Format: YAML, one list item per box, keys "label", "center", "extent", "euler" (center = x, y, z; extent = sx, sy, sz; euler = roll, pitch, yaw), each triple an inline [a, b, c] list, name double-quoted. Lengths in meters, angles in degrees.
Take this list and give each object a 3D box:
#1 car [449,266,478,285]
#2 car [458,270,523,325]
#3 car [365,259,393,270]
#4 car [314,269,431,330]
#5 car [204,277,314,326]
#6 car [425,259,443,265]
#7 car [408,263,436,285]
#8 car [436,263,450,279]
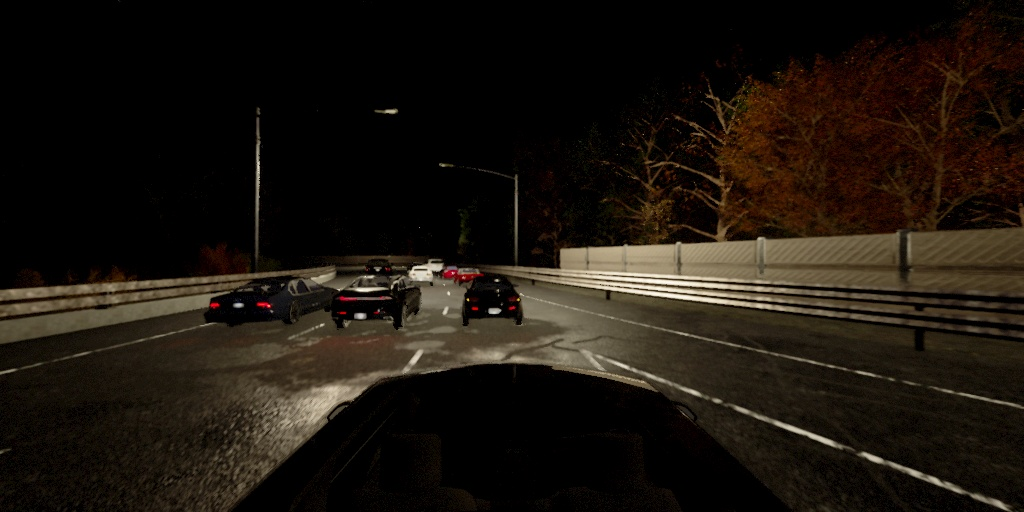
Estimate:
- label: "car"
  center: [-3.541, 1.640, 28.365]
  extent: [1.895, 1.301, 4.718]
  euler: [0, -1, -16]
- label: "car"
  center: [-0.724, 1.393, 12.276]
  extent: [1.812, 1.442, 4.674]
  euler: [0, -1, -5]
- label: "car"
  center: [-12.100, 1.298, 32.685]
  extent: [2.150, 2.045, 5.566]
  euler: [0, -1, -18]
- label: "car"
  center: [-4.150, 1.348, 11.655]
  extent: [2.128, 1.511, 4.902]
  euler: [0, -1, -6]
- label: "car"
  center: [-7.649, 1.405, 12.127]
  extent: [2.033, 1.411, 5.357]
  euler: [0, -1, -7]
- label: "car"
  center: [-10.420, 1.462, 47.333]
  extent: [2.150, 2.045, 5.566]
  euler: [0, -1, -24]
- label: "car"
  center: [-7.415, 1.569, 29.075]
  extent: [1.812, 1.442, 4.674]
  euler: [0, -1, -15]
- label: "car"
  center: [-6.529, 1.703, 37.825]
  extent: [1.994, 1.385, 4.181]
  euler: [0, -1, -19]
